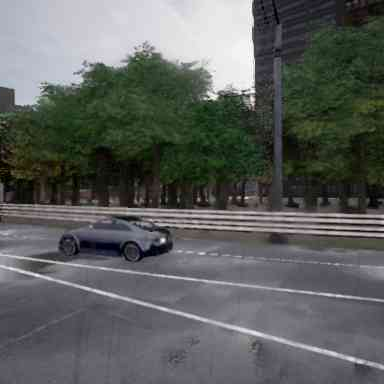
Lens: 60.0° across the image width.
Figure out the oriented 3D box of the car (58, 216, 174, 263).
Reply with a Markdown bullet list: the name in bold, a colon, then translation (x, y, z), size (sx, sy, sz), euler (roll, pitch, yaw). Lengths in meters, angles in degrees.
- **car**: translation (-2.763, 1.587, 12.010), size (4.181, 1.385, 1.994), euler (0, 0, 26)
